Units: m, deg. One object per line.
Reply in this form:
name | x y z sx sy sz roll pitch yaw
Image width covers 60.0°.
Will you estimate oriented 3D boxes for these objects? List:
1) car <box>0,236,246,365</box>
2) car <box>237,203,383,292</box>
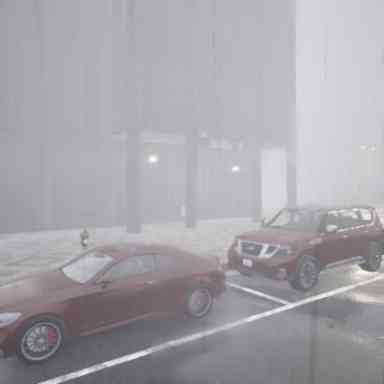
car | -1.268 1.569 5.743 4.206 1.307 1.802 0 0 -35
car | 3.307 1.269 9.001 5.009 1.841 2.192 0 0 -35
